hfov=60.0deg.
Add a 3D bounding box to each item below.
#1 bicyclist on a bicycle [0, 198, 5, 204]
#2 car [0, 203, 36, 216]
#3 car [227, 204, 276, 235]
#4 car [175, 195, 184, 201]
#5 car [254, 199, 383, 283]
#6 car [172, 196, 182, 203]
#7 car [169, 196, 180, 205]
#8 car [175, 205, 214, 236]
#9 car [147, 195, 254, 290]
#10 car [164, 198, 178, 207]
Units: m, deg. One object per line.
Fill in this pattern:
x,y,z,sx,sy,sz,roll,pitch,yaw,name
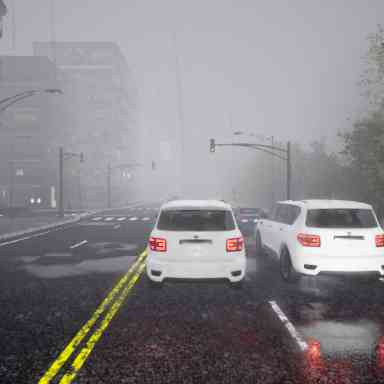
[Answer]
-24.828,1.591,43.517,0.582,1.620,1.656,-1,0,-1,bicyclist on a bicycle
-19.033,1.845,34.868,4.718,1.301,1.895,-1,0,-3,car
3.374,1.551,19.972,2.033,1.411,5.357,0,0,0,car
-3.154,1.591,85.233,2.033,1.411,5.357,0,0,0,car
3.363,1.222,9.785,2.150,2.045,5.566,0,0,0,car
-3.169,1.537,71.992,1.837,1.490,4.892,0,0,0,car
-3.248,1.553,61.697,1.812,1.442,4.674,0,0,0,car
0.123,1.551,19.777,2.033,1.411,5.357,0,0,0,car
0.107,1.222,9.212,2.150,2.045,5.566,0,0,1,car
-3.280,1.620,52.778,1.895,1.301,4.718,0,0,0,car
